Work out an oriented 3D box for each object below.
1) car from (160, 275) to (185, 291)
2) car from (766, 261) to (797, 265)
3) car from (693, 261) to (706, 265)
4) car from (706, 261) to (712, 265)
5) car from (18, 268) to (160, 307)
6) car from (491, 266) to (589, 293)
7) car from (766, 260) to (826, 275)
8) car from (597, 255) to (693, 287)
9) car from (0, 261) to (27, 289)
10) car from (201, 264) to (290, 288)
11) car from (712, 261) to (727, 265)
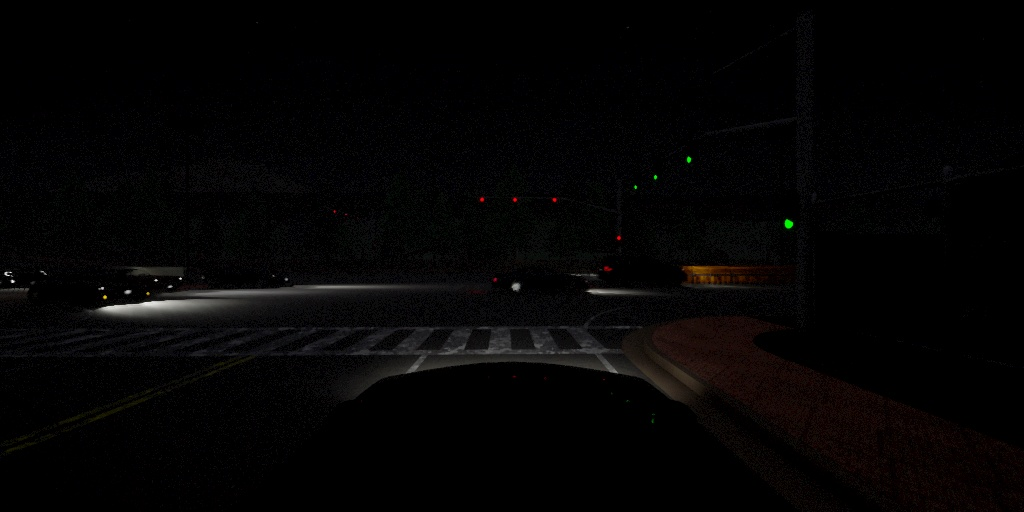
[{"bbox_3d":[-20.785,1.350,19.413,4.718,1.301,1.895,0,0,-2],"label":"car"},{"bbox_3d":[22.960,1.351,31.485,4.718,1.301,1.895,0,0,-2],"label":"car"},{"bbox_3d":[13.705,1.255,31.196,4.892,1.490,1.837,0,0,-2],"label":"car"},{"bbox_3d":[16.349,1.276,34.779,4.674,1.442,1.812,0,0,-2],"label":"car"},{"bbox_3d":[-17.881,1.314,15.254,4.181,1.385,1.994,0,0,11],"label":"car"},{"bbox_3d":[1.504,1.298,20.109,5.357,1.411,2.033,0,0,-2],"label":"car"},{"bbox_3d":[30.583,1.242,38.719,4.902,1.511,2.128,0,0,-2],"label":"car"},{"bbox_3d":[8.573,0.973,23.845,5.566,2.045,2.150,0,0,-2],"label":"car"},{"bbox_3d":[-32.430,1.076,22.558,4.553,1.767,2.097,1,0,-2],"label":"car"},{"bbox_3d":[-17.004,1.242,23.032,4.902,1.511,2.128,0,0,-2],"label":"car"},{"bbox_3d":[20.532,1.255,38.413,4.892,1.490,1.837,0,0,-2],"label":"car"}]
